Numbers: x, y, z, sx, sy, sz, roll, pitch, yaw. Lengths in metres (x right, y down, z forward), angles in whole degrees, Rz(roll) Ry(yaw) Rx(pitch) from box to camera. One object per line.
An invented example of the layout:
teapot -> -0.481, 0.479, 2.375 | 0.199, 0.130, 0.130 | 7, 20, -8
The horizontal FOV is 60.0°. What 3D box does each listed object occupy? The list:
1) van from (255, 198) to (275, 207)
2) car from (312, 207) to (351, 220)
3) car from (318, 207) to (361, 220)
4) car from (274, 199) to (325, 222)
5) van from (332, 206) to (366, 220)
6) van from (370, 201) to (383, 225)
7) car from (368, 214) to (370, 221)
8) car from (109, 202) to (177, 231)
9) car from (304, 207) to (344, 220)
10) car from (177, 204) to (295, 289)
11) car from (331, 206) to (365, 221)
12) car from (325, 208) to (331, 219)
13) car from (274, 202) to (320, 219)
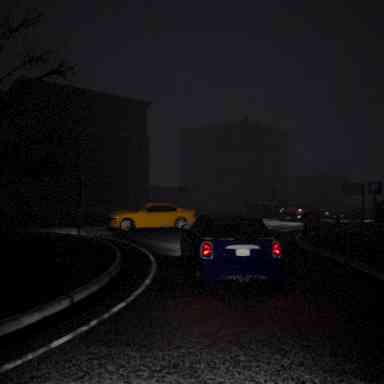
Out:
van -> 8.406, 1.688, 34.799 | 4.442, 1.987, 1.878 | 1, -3, 42
car -> 19.666, 3.052, 47.104 | 4.674, 1.452, 2.002 | 1, -3, 42
car -> 21.754, 3.207, 49.143 | 5.366, 1.575, 1.946 | 1, -3, 42
car -> 9.409, 1.652, 28.900 | 2.097, 1.767, 4.553 | 1, -2, 42
van -> 25.189, 3.348, 53.397 | 4.442, 1.987, 1.878 | 1, -3, 42
van -> 16.036, 1.694, 24.503 | 4.442, 1.987, 1.878 | 1, -3, 42
car -> 27.402, 3.505, 48.750 | 2.128, 1.511, 4.902 | 1, -3, 43
car -> -2.265, 1.362, 19.318 | 5.008, 1.535, 1.882 | 1, 2, -20
car -> 17.884, 2.873, 45.128 | 4.674, 1.452, 2.002 | 1, -3, 42
car -> 0.866, 1.318, 9.318 | 2.097, 1.767, 4.553 | 1, 0, -6
car -> 18.302, 2.609, 38.740 | 1.837, 1.490, 4.892 | 1, -4, 42
car -> 16.039, 2.675, 43.045 | 4.792, 1.488, 2.163 | 1, -3, 42
car -> 12.232, 2.136, 38.820 | 4.553, 1.767, 2.185 | 1, -3, 42
